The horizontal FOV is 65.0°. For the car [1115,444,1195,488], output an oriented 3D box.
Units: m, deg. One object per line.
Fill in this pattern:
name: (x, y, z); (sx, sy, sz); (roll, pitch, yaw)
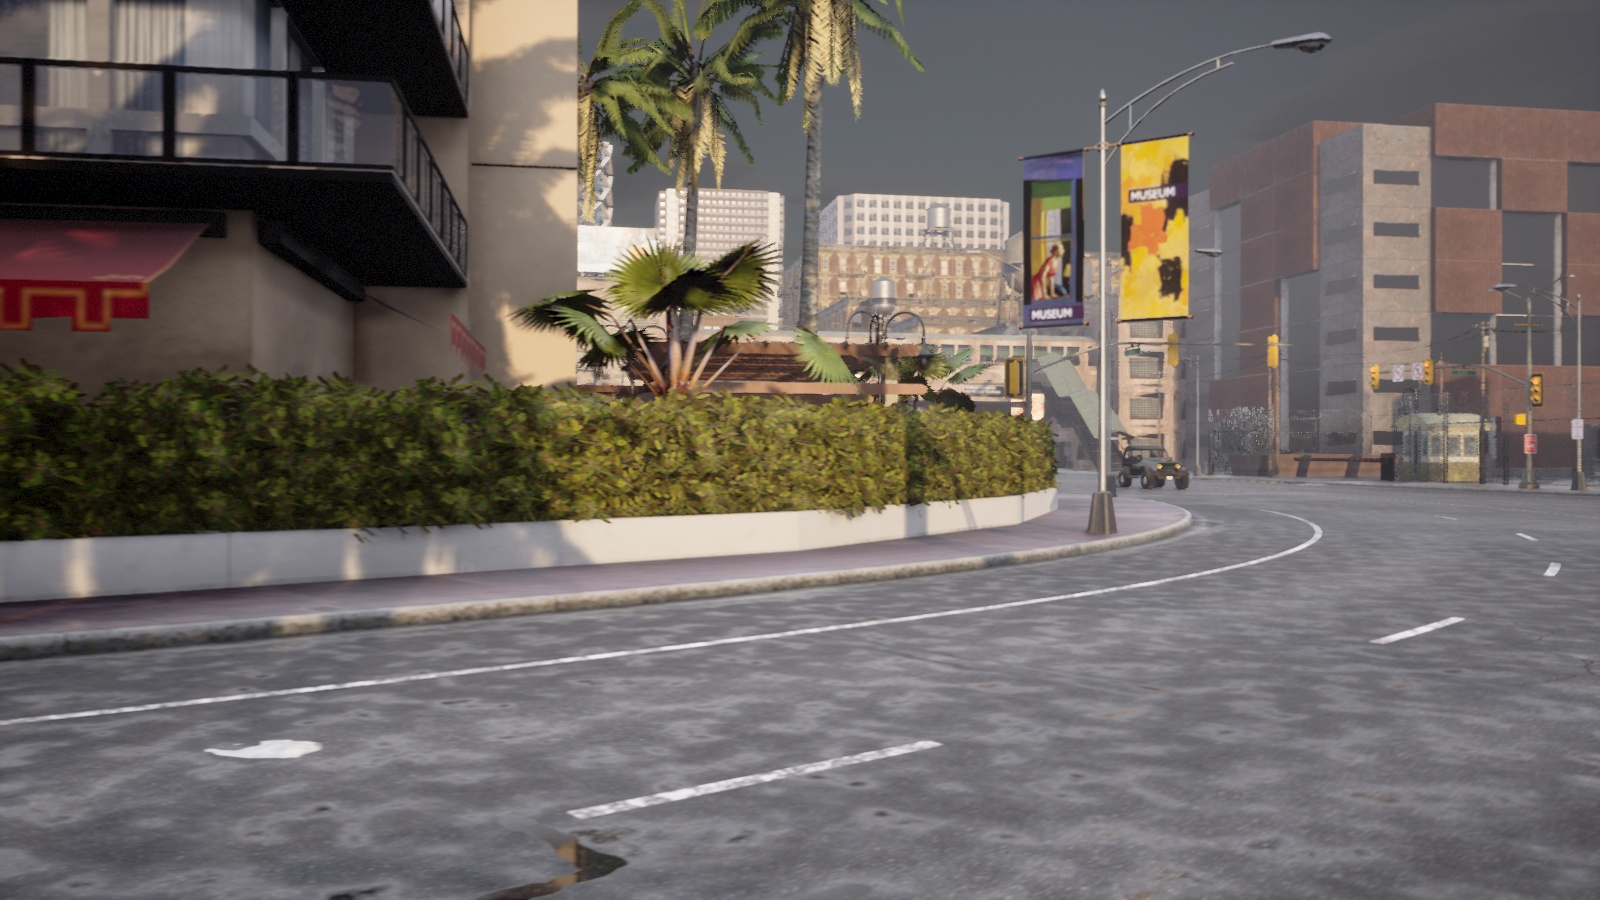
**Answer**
car: (15.498, 0.674, 55.083); (1.905, 1.878, 3.866); (0, 0, -9)
